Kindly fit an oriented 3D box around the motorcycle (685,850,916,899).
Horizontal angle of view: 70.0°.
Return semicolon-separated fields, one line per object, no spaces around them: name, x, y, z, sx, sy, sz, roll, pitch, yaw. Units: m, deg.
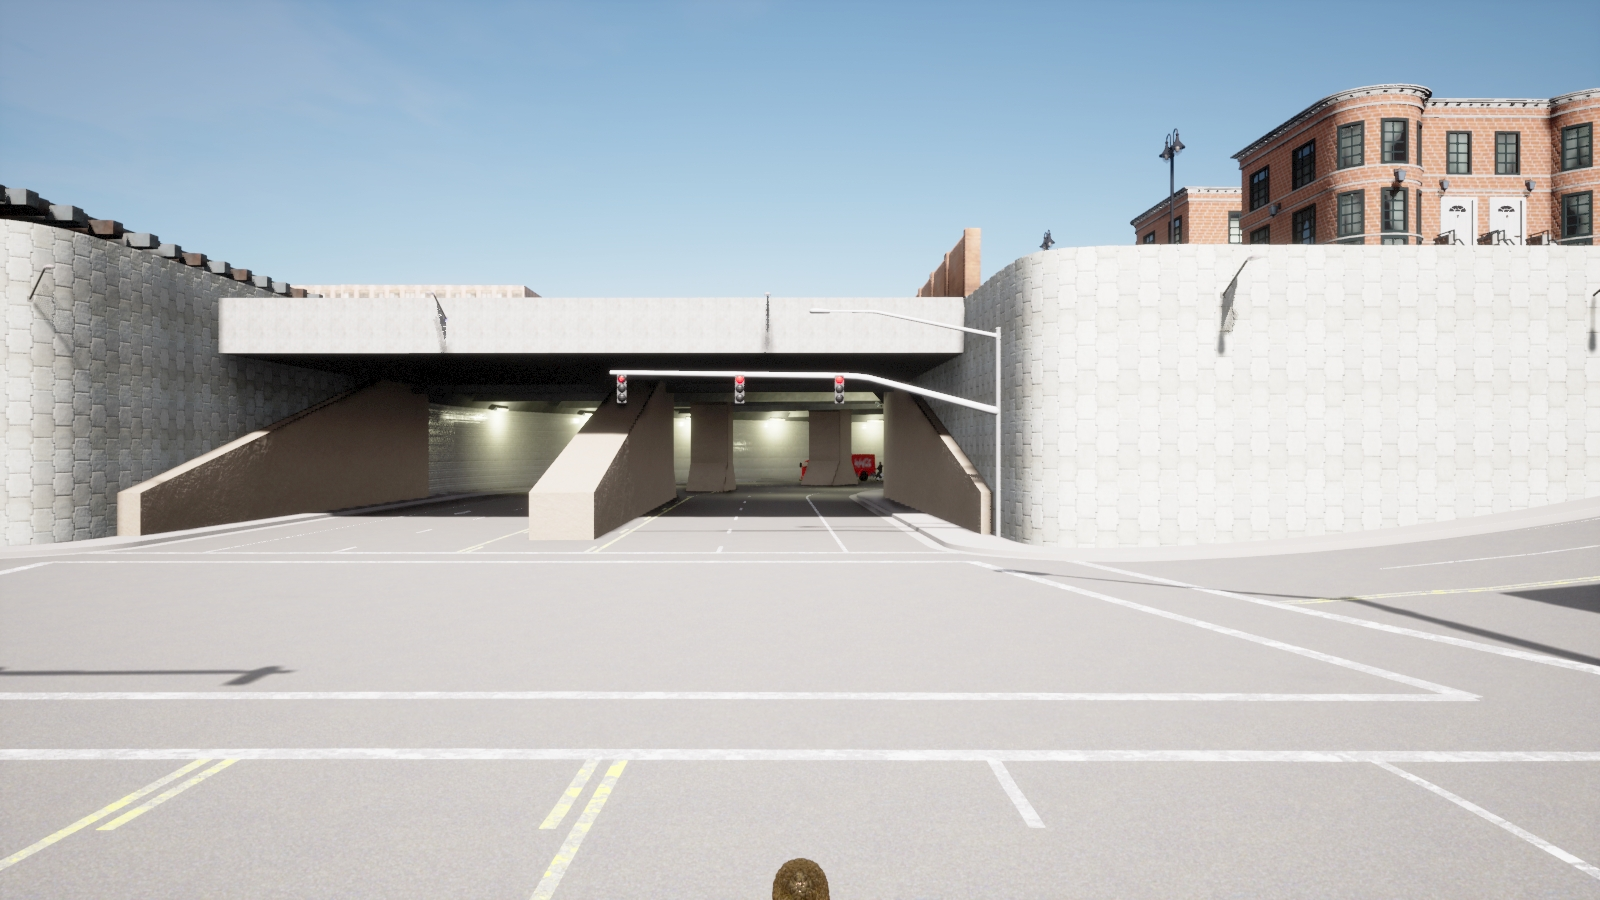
motorcycle;0.004;2.174;3.443;0.803;1.224;2.033;0;0;0
